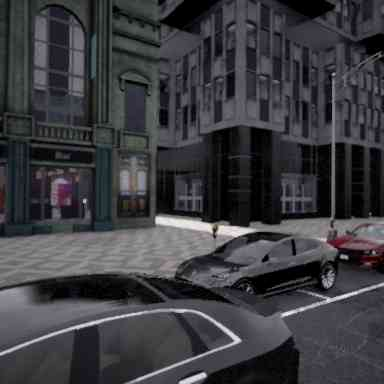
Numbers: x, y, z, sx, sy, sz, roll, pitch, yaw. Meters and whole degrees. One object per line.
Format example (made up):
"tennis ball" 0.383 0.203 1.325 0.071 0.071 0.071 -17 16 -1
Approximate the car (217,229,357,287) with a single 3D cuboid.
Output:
"car" 1.667 1.636 7.746 4.313 1.339 1.947 1 0 -35

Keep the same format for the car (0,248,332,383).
"car" -1.245 1.516 2.468 4.892 1.490 1.837 1 -1 -35

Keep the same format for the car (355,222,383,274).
"car" 6.287 1.668 10.974 4.507 1.381 1.887 1 0 -35
